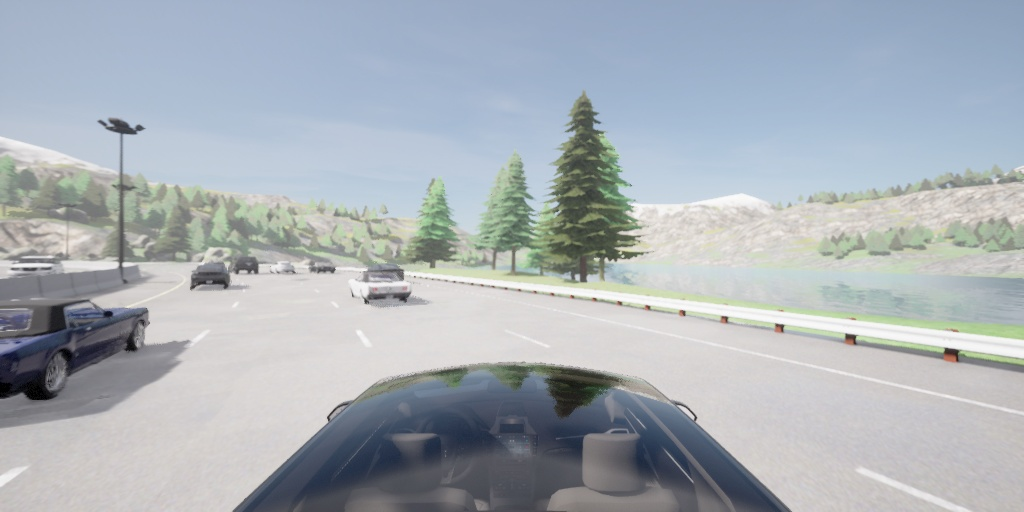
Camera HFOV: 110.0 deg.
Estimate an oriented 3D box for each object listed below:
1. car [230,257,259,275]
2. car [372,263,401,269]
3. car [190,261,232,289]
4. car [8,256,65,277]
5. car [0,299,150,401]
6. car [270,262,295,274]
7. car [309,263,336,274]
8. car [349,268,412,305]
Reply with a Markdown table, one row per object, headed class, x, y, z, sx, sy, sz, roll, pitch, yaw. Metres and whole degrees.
| class | x | y | z | sx | sy | sz | roll | pitch | yaw |
| --- | --- | --- | --- | --- | --- | --- | --- | --- | --- |
| car | -31.377 | 1.083 | 41.952 | 5.566 | 2.045 | 2.150 | 0 | 0 | 43 |
| car | -10.026 | 1.324 | 28.089 | 1.882 | 1.535 | 5.008 | 1 | -1 | -37 |
| car | -19.754 | 1.310 | 23.572 | 1.837 | 1.490 | 4.892 | 1 | -1 | -38 |
| car | -39.142 | 1.011 | 29.681 | 2.150 | 2.045 | 5.566 | 0 | -1 | -44 |
| car | -7.882 | 1.351 | 5.790 | 1.895 | 1.301 | 4.718 | 0 | 0 | -30 |
| car | -27.451 | 1.400 | 42.888 | 4.674 | 1.442 | 1.812 | 0 | -1 | 45 |
| car | -23.095 | 1.488 | 43.485 | 1.895 | 1.301 | 4.718 | 0 | 0 | -44 |
| car | -6.278 | 1.404 | 16.692 | 1.895 | 1.301 | 4.718 | 0 | 0 | -33 |
